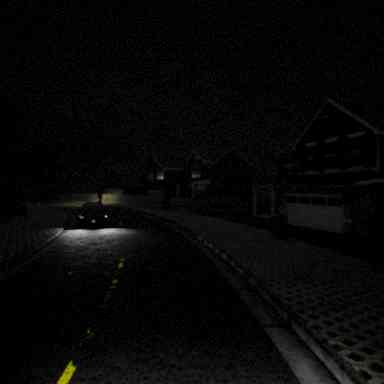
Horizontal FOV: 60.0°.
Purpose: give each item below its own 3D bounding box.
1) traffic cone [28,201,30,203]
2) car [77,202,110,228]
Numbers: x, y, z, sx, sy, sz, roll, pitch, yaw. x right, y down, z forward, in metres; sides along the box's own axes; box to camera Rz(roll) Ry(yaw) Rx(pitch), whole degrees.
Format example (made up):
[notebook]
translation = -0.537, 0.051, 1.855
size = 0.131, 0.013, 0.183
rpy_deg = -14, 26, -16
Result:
[traffic cone]
translation = -26.332, 1.585, 53.676
size = 0.340, 0.580, 0.340
rpy_deg = -1, 1, -45
[car]
translation = -6.250, 1.378, 21.131
size = 1.812, 1.442, 4.674
rpy_deg = 0, 0, -17
